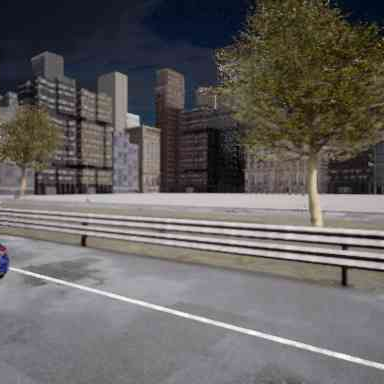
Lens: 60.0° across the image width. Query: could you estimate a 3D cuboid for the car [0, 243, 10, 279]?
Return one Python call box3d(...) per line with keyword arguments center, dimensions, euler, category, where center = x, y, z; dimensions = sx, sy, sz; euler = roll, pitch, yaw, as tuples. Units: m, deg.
box3d(center=(-6.524, 1.538, 8.643), dimensions=(4.674, 1.442, 1.812), euler=(0, 0, 36), category="car")
